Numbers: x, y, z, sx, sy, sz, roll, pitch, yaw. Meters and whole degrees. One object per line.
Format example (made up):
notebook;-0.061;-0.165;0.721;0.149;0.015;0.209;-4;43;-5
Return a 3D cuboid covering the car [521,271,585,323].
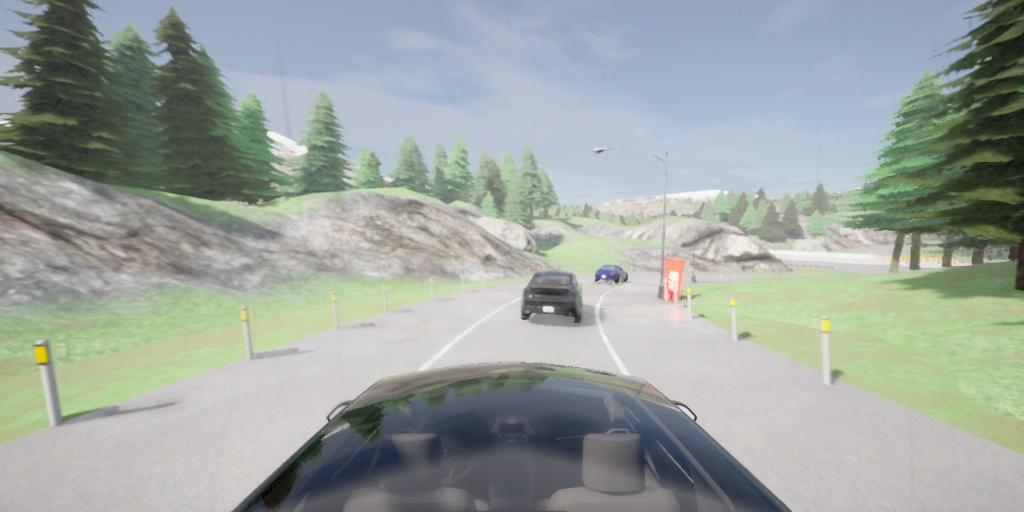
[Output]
car;1.508;1.264;12.473;1.837;1.490;4.892;1;0;11

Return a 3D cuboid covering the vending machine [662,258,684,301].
vending machine;8.024;1.139;18.220;1.100;2.100;0.880;0;0;20

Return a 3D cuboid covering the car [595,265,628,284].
car;8.137;1.418;29.209;1.812;1.442;4.674;3;1;30
